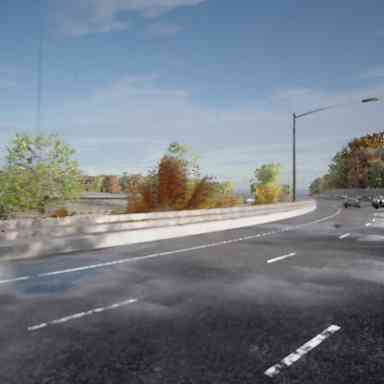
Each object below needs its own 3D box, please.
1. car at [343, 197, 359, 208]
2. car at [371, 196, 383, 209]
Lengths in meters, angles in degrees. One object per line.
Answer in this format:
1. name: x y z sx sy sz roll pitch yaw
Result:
1. car: 22.975 1.483 48.106 2.128 1.511 4.902 0 0 20
2. car: 25.217 1.343 44.152 2.097 1.767 4.553 0 0 22
